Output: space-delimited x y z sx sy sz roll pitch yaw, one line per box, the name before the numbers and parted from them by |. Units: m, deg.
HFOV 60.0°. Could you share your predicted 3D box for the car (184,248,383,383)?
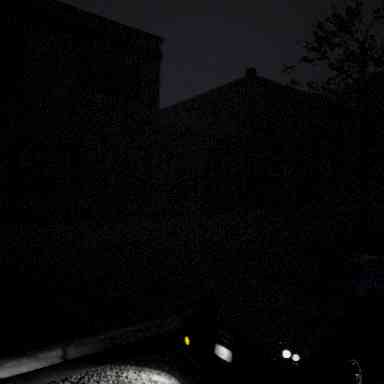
car | 1.961 1.569 4.780 4.181 1.385 1.994 0 0 -36
